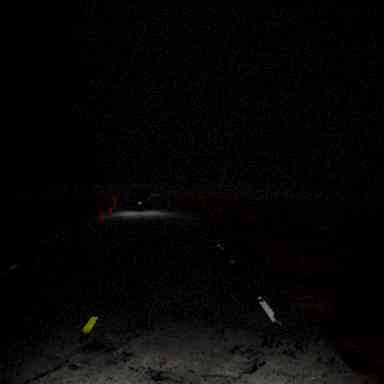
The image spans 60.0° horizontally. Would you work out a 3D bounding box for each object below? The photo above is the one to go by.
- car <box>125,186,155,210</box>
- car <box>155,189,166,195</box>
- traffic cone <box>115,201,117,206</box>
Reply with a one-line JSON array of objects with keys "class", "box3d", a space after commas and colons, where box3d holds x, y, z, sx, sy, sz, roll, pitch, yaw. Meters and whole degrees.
[{"class": "car", "box3d": [-4.855, 0.511, 30.555, 2.150, 2.045, 5.566, 0, 1, -10]}, {"class": "car", "box3d": [-8.170, -0.092, 84.598, 1.837, 1.490, 4.892, 1, 0, 17]}, {"class": "traffic cone", "box3d": [-7.145, 1.249, 30.554, 0.340, 0.580, 0.340, 0, 1, -10]}]
